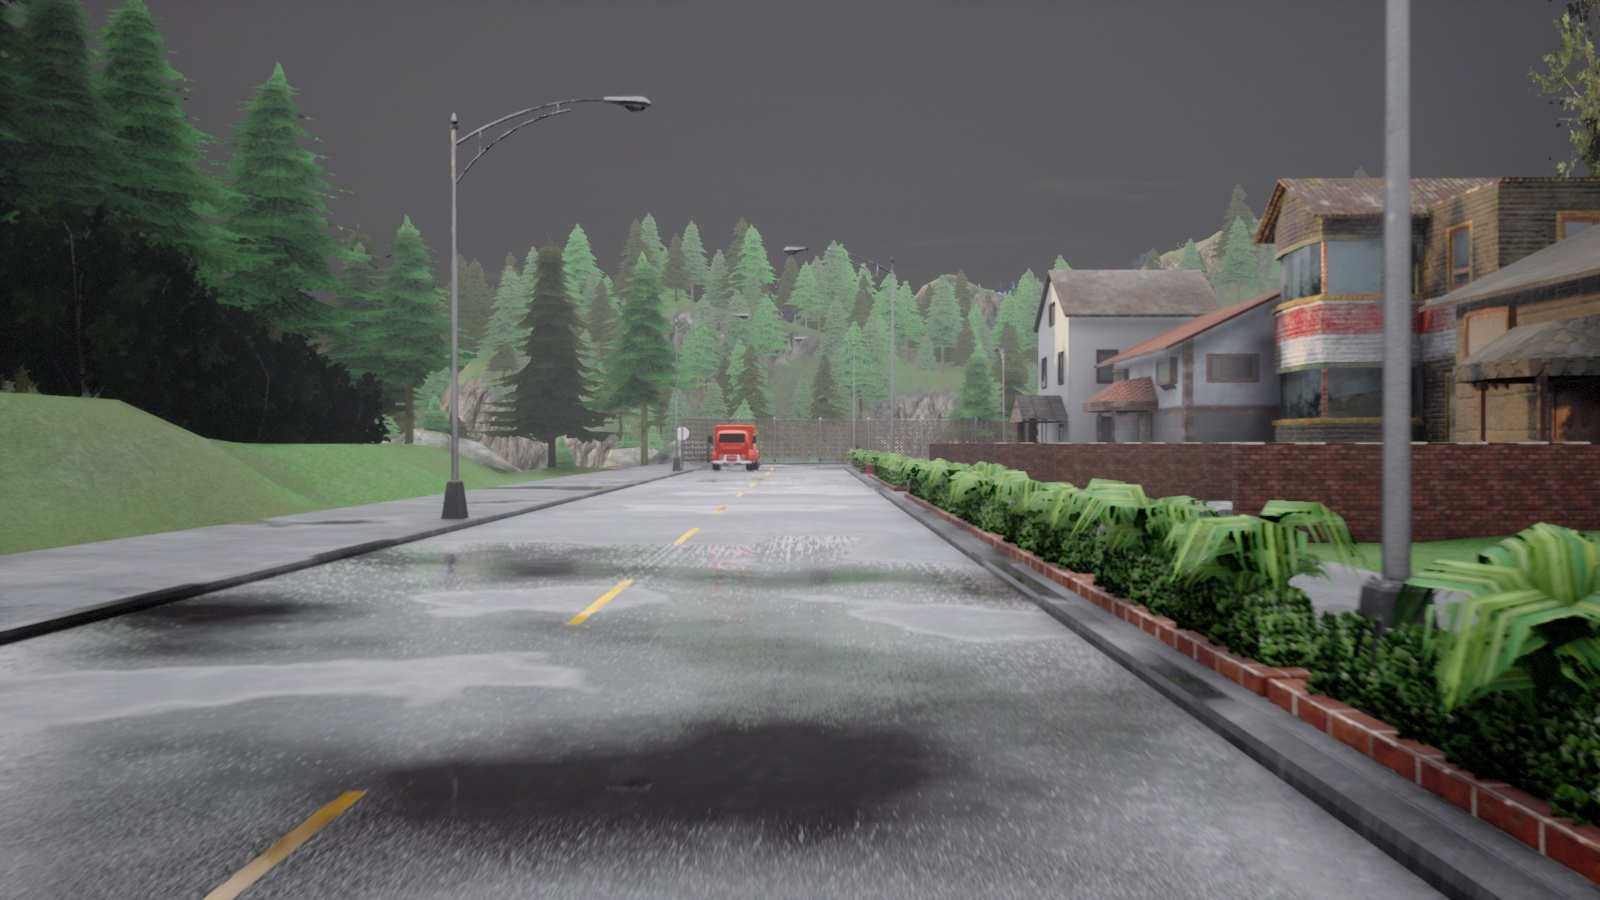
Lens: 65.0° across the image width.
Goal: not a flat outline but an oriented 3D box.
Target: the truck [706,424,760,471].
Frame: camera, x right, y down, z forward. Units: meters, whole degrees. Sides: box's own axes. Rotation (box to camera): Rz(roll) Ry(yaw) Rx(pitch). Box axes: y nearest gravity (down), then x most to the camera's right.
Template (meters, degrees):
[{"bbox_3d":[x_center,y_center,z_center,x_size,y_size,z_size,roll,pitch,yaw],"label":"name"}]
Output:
[{"bbox_3d":[-3.575,-0.128,68.249,2.627,2.467,5.204,0,0,0],"label":"truck"}]
